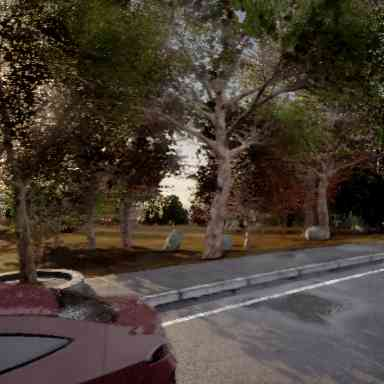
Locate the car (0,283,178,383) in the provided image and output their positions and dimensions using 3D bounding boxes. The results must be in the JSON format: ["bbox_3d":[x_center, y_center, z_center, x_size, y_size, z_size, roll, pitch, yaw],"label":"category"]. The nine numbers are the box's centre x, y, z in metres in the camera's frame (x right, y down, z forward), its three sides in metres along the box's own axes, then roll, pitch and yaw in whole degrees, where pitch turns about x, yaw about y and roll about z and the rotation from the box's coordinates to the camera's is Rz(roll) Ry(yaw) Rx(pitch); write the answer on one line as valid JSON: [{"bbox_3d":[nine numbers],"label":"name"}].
[{"bbox_3d":[-2.294,1.523,2.352,4.674,1.442,1.812,0,0,-35],"label":"car"}]
